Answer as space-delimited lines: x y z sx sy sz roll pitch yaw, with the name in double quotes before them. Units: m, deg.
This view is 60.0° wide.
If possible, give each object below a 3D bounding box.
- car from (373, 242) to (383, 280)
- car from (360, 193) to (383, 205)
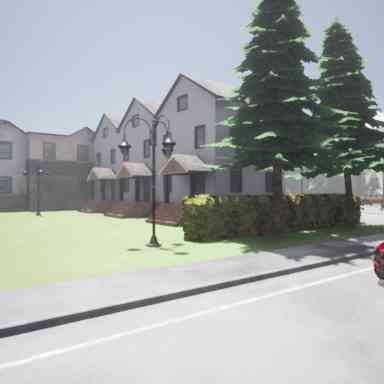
"car" 6.698 1.473 8.709 5.008 1.535 1.882 0 0 -35
"car" 27.535 1.077 49.502 1.932 1.855 4.605 0 0 -36
